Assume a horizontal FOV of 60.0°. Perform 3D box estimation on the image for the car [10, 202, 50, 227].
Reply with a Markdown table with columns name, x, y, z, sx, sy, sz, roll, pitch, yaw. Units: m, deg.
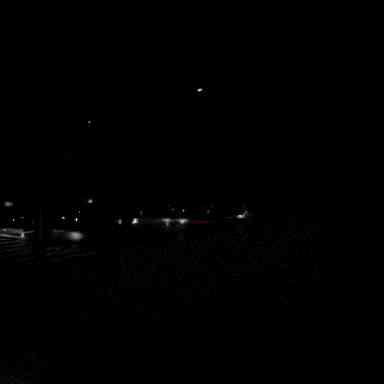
| name | x | y | z | sx | sy | sz | roll | pitch | yaw |
| --- | --- | --- | --- | --- | --- | --- | --- | --- | --- |
| car | -9.584 | 1.456 | 22.446 | 1.837 | 1.490 | 4.892 | 0 | 0 | 35 |

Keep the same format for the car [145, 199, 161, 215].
| name | x | y | z | sx | sy | sz | roll | pitch | yaw |
| --- | --- | --- | --- | --- | --- | --- | --- | --- | --- |
| car | -4.117 | 1.389 | 30.139 | 1.882 | 1.535 | 5.008 | 0 | 0 | 35 |

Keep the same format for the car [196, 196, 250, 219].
| name | x | y | z | sx | sy | sz | roll | pitch | yaw |
| --- | --- | --- | --- | --- | --- | --- | --- | --- | --- |
| car | 2.734 | 1.366 | 28.217 | 1.882 | 1.535 | 5.008 | 0 | 0 | 35 |

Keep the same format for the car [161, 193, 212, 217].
| name | x | y | z | sx | sy | sz | roll | pitch | yaw |
| --- | --- | --- | --- | --- | --- | --- | --- | --- | --- |
| car | 0.005 | 1.116 | 30.326 | 2.150 | 2.045 | 5.566 | 0 | 0 | 35 |

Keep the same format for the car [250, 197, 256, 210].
| name | x | y | z | sx | sy | sz | roll | pitch | yaw |
| --- | --- | --- | --- | --- | --- | --- | --- | --- | --- |
| car | 6.070 | 1.355 | 38.850 | 1.837 | 1.490 | 4.892 | 0 | 0 | 36 |

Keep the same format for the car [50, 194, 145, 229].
| name | x | y | z | sx | sy | sz | roll | pitch | yaw |
| --- | --- | --- | --- | --- | --- | --- | --- | --- | --- |
| car | -5.999 | 1.160 | 21.877 | 2.150 | 2.045 | 5.566 | 0 | 0 | 35 |
